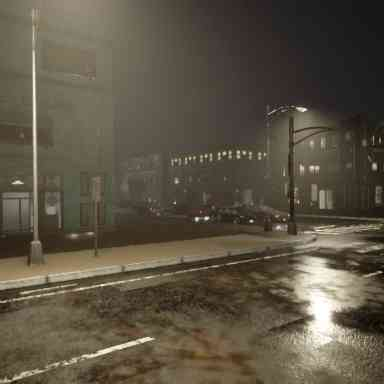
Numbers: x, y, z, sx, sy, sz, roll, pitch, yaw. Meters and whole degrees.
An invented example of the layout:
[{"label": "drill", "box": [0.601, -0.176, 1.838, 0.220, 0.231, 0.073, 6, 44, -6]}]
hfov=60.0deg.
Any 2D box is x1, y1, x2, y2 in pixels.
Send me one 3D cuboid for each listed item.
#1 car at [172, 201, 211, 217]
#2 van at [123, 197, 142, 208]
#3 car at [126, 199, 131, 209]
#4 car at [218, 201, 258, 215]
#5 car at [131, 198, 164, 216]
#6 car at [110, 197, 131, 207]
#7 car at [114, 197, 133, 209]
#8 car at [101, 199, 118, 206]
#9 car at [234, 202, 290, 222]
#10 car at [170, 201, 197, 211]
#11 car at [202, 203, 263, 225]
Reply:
[{"label": "car", "box": [-0.295, 1.896, 35.756, 1.994, 1.385, 4.181, -1, 0, -37]}, {"label": "van", "box": [-10.856, 1.906, 60.577, 1.690, 1.788, 3.998, -1, 0, -35]}, {"label": "car", "box": [-6.392, 1.998, 44.358, 2.033, 1.411, 5.357, -1, 0, -35]}, {"label": "car", "box": [5.197, 1.809, 38.030, 2.008, 1.369, 4.403, -2, 0, -35]}, {"label": "car", "box": [-4.842, 1.846, 37.678, 1.967, 1.590, 4.097, -1, 0, -35]}, {"label": "car", "box": [-14.066, 1.939, 65.087, 2.192, 1.841, 5.009, -1, 0, -35]}, {"label": "car", "box": [-10.895, 2.078, 56.189, 1.812, 1.442, 4.674, -1, 0, -35]}, {"label": "car", "box": [-17.270, 2.227, 69.596, 1.887, 1.381, 4.507, -1, 0, -35]}, {"label": "car", "box": [5.514, 1.764, 27.614, 2.033, 1.411, 5.357, -1, 0, -36]}, {"label": "car", "box": [-1.221, 1.965, 47.049, 1.802, 1.307, 4.206, -2, 0, -35]}, {"label": "car", "box": [3.108, 1.814, 26.302, 1.947, 1.339, 4.313, -2, 0, -35]}]
